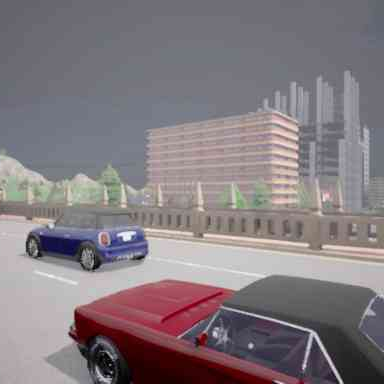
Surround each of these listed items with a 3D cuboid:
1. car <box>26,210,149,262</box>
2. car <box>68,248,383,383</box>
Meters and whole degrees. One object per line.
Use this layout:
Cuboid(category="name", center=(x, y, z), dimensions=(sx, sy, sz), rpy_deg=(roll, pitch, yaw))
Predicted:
Cuboid(category="car", center=(-3.641, 1.395, 11.235), dimensions=(4.553, 1.767, 2.097), rpy_deg=(0, 0, 37))
Cuboid(category="car", center=(0.778, 1.619, 3.532), dimensions=(4.718, 1.301, 1.895), rpy_deg=(0, 0, 36))
